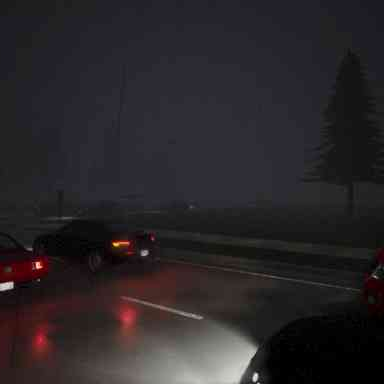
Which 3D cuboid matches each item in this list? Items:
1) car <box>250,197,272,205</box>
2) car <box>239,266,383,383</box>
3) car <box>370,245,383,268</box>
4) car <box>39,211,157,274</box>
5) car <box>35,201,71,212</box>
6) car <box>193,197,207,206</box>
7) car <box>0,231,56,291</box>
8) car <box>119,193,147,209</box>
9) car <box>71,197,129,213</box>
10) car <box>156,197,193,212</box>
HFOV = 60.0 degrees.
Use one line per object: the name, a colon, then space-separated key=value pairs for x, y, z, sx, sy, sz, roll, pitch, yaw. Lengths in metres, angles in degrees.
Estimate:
car: x=12.420 y=1.546 z=59.523 sx=2.033 sy=1.411 sz=5.357 roll=0 pitch=0 yaw=37
car: x=2.395 y=1.564 z=2.265 sx=4.181 sy=1.385 sz=1.994 roll=0 pitch=0 yaw=36
car: x=5.397 y=1.219 z=4.407 sx=5.566 sy=2.045 sz=2.150 roll=0 pitch=0 yaw=36
car: x=-3.172 y=1.525 z=10.585 sx=4.674 sy=1.442 sz=1.812 roll=0 pitch=0 yaw=36
car: x=-14.182 y=1.599 z=35.542 sx=1.895 sy=1.301 sz=4.718 roll=0 pitch=0 yaw=37
car: x=0.664 y=1.524 z=55.521 sx=1.812 sy=1.442 sz=4.674 roll=0 pitch=0 yaw=36
car: x=-5.506 y=1.600 z=7.956 sx=4.718 sy=1.301 sz=1.895 roll=0 pitch=0 yaw=36
car: x=-8.326 y=1.218 z=43.441 sx=2.150 sy=2.045 sz=5.566 roll=0 pitch=0 yaw=37
car: x=-8.559 y=1.524 z=31.340 sx=1.812 sy=1.442 sz=4.674 roll=0 pitch=0 yaw=36
car: x=-2.258 y=1.524 z=39.841 sx=1.812 sy=1.442 sz=4.674 roll=0 pitch=0 yaw=37
